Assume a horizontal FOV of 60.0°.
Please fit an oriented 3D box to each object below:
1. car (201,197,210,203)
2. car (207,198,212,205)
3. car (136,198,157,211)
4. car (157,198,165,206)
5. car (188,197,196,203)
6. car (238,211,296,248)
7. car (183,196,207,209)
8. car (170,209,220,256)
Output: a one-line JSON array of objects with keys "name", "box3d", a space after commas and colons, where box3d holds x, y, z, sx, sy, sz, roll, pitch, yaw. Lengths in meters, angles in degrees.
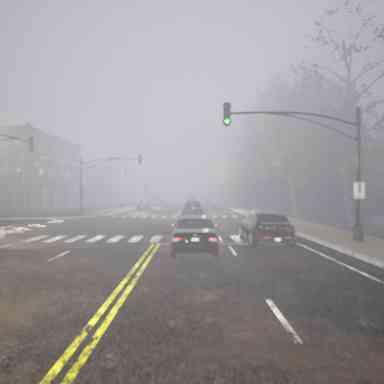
[{"name": "car", "box3d": [3.265, 2.015, 82.146, 1.994, 1.385, 4.181, 0, 0, 0]}, {"name": "car", "box3d": [3.262, 2.069, 71.726, 2.128, 1.511, 4.902, 0, 0, 0]}, {"name": "car", "box3d": [-6.573, 1.849, 46.332, 2.128, 1.511, 4.902, 0, 0, 0]}, {"name": "car", "box3d": [-6.487, 1.997, 65.588, 2.128, 1.511, 4.902, 0, 0, 0]}, {"name": "car", "box3d": [0.015, 1.962, 82.147, 1.837, 1.490, 4.892, 0, 0, 0]}, {"name": "car", "box3d": [3.354, 1.627, 15.396, 1.837, 1.490, 4.892, 0, -1, 0]}, {"name": "car", "box3d": [0.107, 1.619, 34.201, 2.097, 1.767, 4.553, 0, 0, 0]}, {"name": "car", "box3d": [0.103, 1.655, 13.576, 2.033, 1.411, 5.357, 0, 0, 0]}]
